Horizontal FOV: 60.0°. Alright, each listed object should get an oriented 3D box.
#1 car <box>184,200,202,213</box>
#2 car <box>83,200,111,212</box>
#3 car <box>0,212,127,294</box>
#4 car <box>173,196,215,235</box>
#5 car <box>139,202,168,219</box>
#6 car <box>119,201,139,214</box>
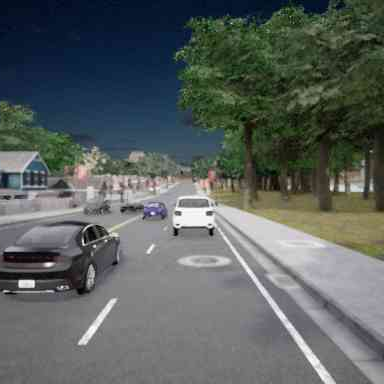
[{"bbox_3d":[0.088,1.644,39.524,2.033,1.411,5.357,0,0,0],"label":"car"},{"bbox_3d":[-9.812,1.575,34.721,1.837,1.490,4.892,0,-1,0],"label":"car"},{"bbox_3d":[-3.151,1.506,8.758,1.837,1.490,4.892,0,0,0],"label":"car"},{"bbox_3d":[0.095,1.231,19.106,2.150,2.045,5.566,0,0,0],"label":"car"},{"bbox_3d":[-3.156,1.566,29.158,1.812,1.442,4.674,0,0,0],"label":"car"},{"bbox_3d":[-6.549,1.678,36.265,1.895,1.301,4.718,0,0,1],"label":"car"}]
